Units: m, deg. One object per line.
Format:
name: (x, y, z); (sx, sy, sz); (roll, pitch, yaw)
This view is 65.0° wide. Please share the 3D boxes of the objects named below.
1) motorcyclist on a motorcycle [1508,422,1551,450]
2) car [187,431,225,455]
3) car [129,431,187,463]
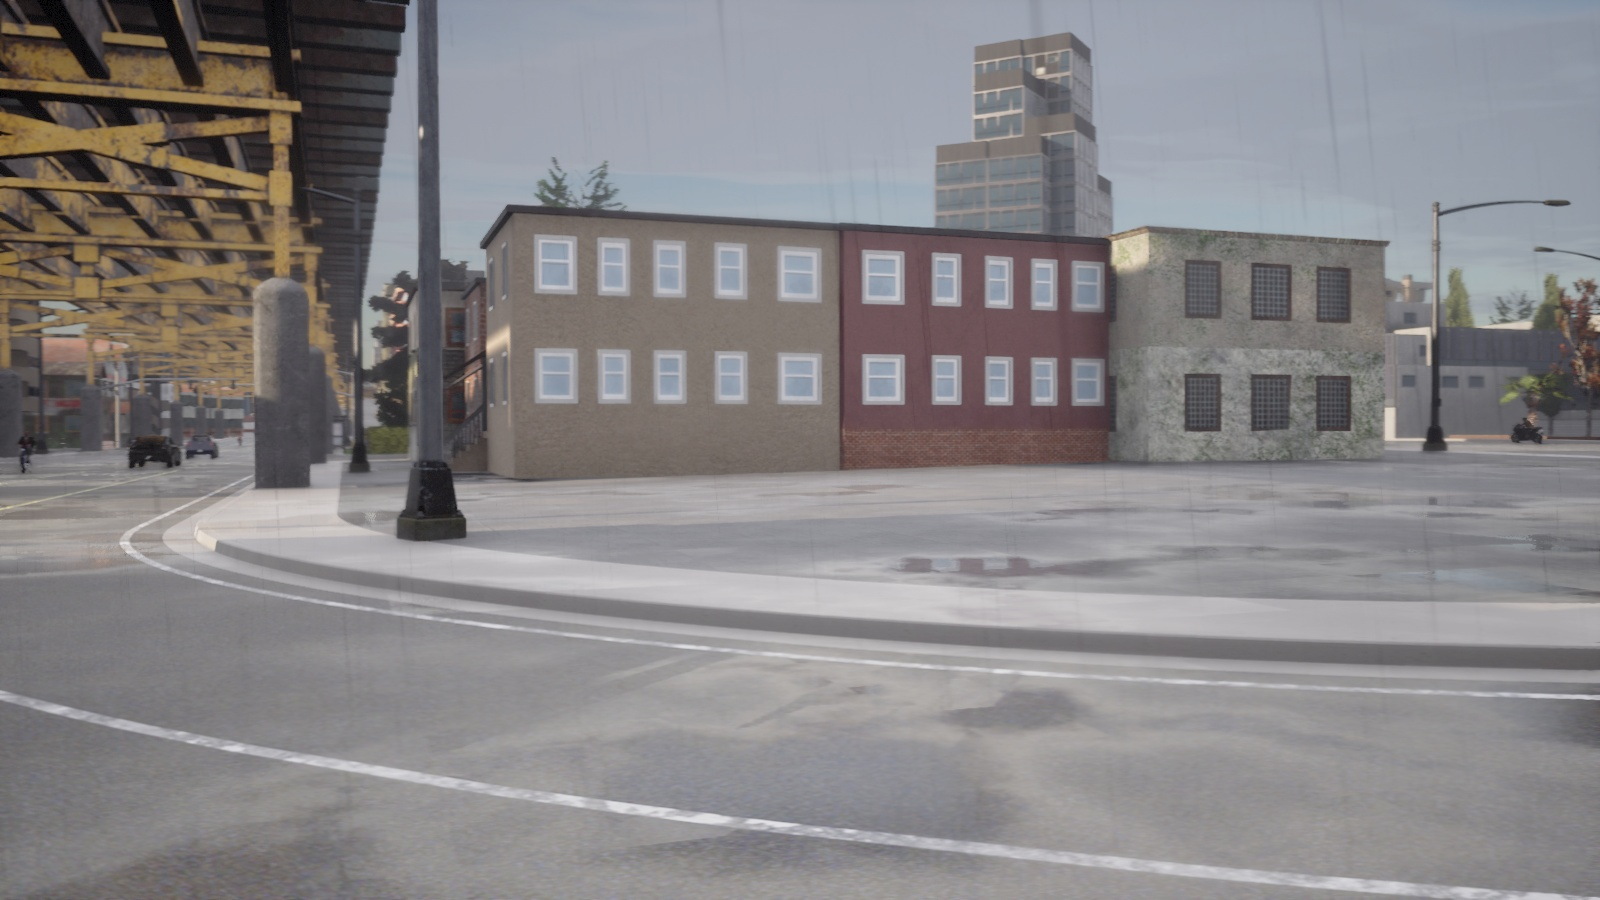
motorcyclist on a motorcycle: (41.259, -0.786, 71.076); (0.797, 1.523, 2.044); (0, 2, -20)
car: (-37.733, -0.473, 79.854); (1.845, 1.501, 3.633); (0, 1, -20)
car: (-30.634, -0.166, 60.065); (1.837, 1.490, 4.892); (0, 1, -20)
